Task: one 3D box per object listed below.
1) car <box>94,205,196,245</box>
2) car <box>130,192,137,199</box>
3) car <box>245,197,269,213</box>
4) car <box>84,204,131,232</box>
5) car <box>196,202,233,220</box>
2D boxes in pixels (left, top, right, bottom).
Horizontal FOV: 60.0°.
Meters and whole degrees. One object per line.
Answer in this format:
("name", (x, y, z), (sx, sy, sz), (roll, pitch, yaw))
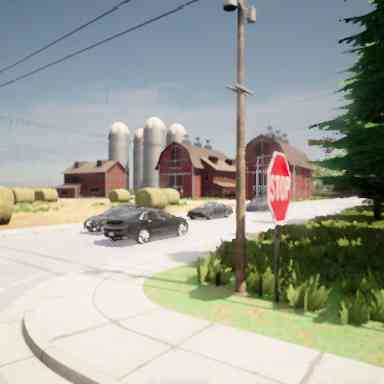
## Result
("car", (-2.059, 1.529, 16.067), (1.837, 1.490, 4.892), (-1, 0, 34))
("car", (-15.012, 1.091, 87.408), (3.866, 1.878, 1.905), (-2, 6, -11))
("car", (7.833, 1.370, 37.880), (2.097, 1.767, 4.553), (0, 0, 35))
("car", (-4.055, 1.525, 19.534), (1.837, 1.490, 4.892), (0, 0, 33))
("car", (1.640, 1.567, 28.373), (2.033, 1.411, 5.357), (0, 0, 33))
